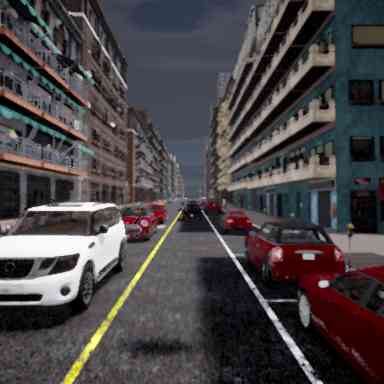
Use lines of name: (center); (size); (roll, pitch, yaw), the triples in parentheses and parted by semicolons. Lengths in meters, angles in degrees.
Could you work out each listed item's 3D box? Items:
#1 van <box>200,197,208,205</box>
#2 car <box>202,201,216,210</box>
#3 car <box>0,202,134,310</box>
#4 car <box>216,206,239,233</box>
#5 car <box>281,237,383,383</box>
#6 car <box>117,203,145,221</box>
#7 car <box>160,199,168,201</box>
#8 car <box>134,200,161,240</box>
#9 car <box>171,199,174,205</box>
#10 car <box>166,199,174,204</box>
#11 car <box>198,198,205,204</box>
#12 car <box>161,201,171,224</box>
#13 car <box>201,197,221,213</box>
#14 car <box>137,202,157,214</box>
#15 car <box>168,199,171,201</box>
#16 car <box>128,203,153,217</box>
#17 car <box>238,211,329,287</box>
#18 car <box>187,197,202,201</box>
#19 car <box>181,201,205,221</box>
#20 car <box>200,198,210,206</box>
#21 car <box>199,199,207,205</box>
van: (2.675, 2.105, 75.897); (1.690, 1.788, 3.998); (1, -1, 0)
car: (2.681, 2.104, 53.802); (1.947, 1.339, 4.313); (1, -1, 0)
car: (-3.100, 1.305, 8.327); (2.150, 2.045, 5.566); (0, -1, 0)
car: (2.692, 1.788, 20.663); (1.802, 1.307, 4.206); (1, -1, 0)
car: (2.698, 1.586, 4.094); (1.887, 1.381, 4.507); (1, -1, 0)
car: (-5.693, 1.840, 31.551); (1.752, 1.417, 4.829); (1, -1, 0)
car: (-5.702, 2.118, 59.166); (1.752, 1.417, 4.829); (1, -1, 0)
car: (-3.097, 1.532, 18.030); (2.097, 1.767, 4.553); (0, -1, 0)
car: (-5.710, 2.372, 81.429); (2.008, 1.369, 4.403); (1, -1, 0)
car: (-5.712, 2.430, 86.952); (2.008, 1.369, 4.403); (1, -1, 0)
car: (2.666, 2.503, 92.465); (1.947, 1.339, 4.313); (0, -1, 0)
car: (-3.071, 1.751, 27.454); (1.882, 1.535, 5.008); (0, -1, 0)
car: (2.687, 1.742, 42.759); (2.192, 1.841, 5.009); (1, -1, 0)
car: (-5.697, 1.972, 42.767); (1.887, 1.381, 4.507); (1, -1, 0)
car: (-5.704, 2.202, 64.859); (2.008, 1.369, 4.403); (1, -1, 0)
car: (-5.695, 1.922, 37.244); (2.008, 1.369, 4.403); (1, -1, 0)
car: (2.697, 1.536, 9.618); (1.967, 1.590, 4.097); (1, -1, 0)
car: (0.033, 1.804, 45.364); (2.097, 1.767, 4.553); (0, -1, 0)
car: (0.006, 1.812, 31.031); (1.837, 1.490, 4.892); (0, -1, 1)
car: (2.676, 2.147, 70.373); (1.967, 1.590, 4.097); (1, -1, 0)
car: (2.671, 2.366, 81.418); (1.887, 1.381, 4.507); (0, -1, 0)
